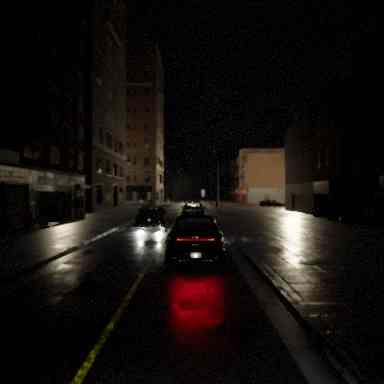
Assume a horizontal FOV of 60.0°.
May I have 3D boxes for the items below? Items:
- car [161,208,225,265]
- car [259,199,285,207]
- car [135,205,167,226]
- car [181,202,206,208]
[{"bbox_3d":[0.107,1.548,11.860,1.837,1.490,4.892,0,0,0],"label":"car"},{"bbox_3d":[13.240,1.888,55.036,4.313,1.339,1.947,0,-1,0],"label":"car"},{"bbox_3d":[-2.824,1.649,23.874,1.994,1.385,4.181,0,0,0],"label":"car"},{"bbox_3d":[0.110,1.589,27.495,2.128,1.511,4.902,0,0,0],"label":"car"}]
